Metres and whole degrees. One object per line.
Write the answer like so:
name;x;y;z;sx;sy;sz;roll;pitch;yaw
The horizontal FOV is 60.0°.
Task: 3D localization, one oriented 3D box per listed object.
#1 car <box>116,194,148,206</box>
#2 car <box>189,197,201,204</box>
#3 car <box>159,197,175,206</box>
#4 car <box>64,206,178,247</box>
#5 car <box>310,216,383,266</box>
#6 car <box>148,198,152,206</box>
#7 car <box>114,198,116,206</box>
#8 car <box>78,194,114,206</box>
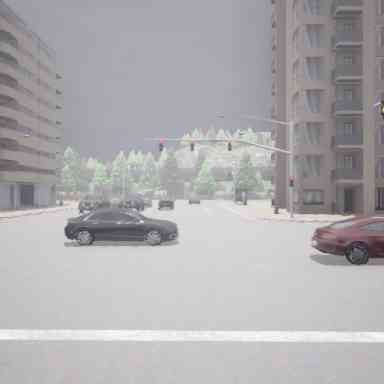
car;-7.009;1.221;39.418;2.150;2.045;5.566;0;0;0
car;0.476;1.563;61.497;1.994;1.385;4.181;0;0;5
car;-3.337;1.503;44.180;1.837;1.490;4.892;0;0;1
car;-3.038;1.505;14.594;4.892;1.490;1.837;0;0;1
car;6.347;1.525;10.978;4.674;1.442;1.812;0;0;1
car;-6.974;1.525;48.947;1.812;1.442;4.674;0;0;0
car;-10.489;1.525;45.817;1.812;1.442;4.674;0;0;0
car;-10.517;1.221;36.213;2.150;2.045;5.566;0;0;0
